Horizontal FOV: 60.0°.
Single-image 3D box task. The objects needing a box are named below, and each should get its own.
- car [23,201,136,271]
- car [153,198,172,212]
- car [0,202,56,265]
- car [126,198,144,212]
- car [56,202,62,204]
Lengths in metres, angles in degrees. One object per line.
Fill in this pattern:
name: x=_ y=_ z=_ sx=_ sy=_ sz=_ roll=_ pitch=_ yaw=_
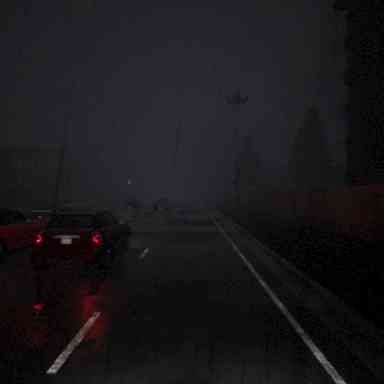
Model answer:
car: x=-3.404 y=1.358 z=11.147 sx=2.097 sy=1.767 sz=4.553 roll=0 pitch=0 yaw=0
car: x=-3.410 y=1.514 z=38.088 sx=1.837 sy=1.490 sz=4.892 roll=0 pitch=0 yaw=0
car: x=-6.905 y=1.364 z=11.763 sx=2.097 sy=1.767 sz=4.553 roll=0 pitch=0 yaw=0
car: x=-6.910 y=1.519 z=39.464 sx=1.837 sy=1.490 sz=4.892 roll=0 pitch=0 yaw=0
car: x=-10.407 y=1.511 z=25.208 sx=2.128 sy=1.511 sz=4.902 roll=0 pitch=0 yaw=0
